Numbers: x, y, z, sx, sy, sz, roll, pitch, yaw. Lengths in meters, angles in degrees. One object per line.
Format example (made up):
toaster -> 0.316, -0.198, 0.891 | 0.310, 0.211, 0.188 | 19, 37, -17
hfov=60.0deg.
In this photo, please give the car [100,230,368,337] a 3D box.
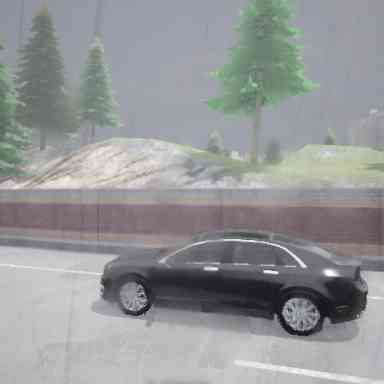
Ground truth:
car -> 0.616, 1.502, 6.401 | 4.892, 1.490, 1.837 | 0, 0, 17
